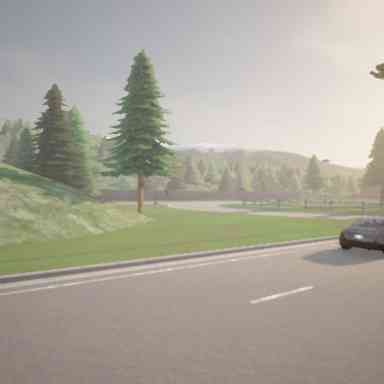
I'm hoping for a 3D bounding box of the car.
[{"bbox_3d":[8.002,1.698,13.873,4.181,1.385,1.994,1,0,-35],"label":"car"}]
